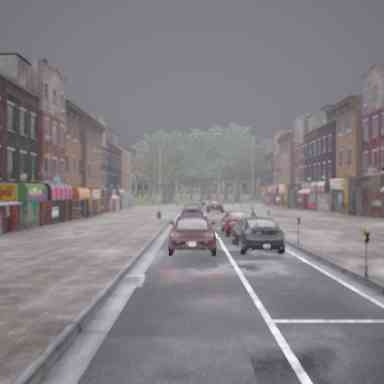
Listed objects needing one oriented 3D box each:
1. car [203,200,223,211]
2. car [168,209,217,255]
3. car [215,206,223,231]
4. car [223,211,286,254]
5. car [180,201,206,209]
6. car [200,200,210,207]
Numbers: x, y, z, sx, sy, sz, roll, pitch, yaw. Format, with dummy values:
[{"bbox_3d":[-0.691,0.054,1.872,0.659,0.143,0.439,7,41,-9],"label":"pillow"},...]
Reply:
[{"bbox_3d":[3.001,1.829,44.758,2.097,1.767,4.553,0,-1,0],"label":"car"},{"bbox_3d":[0.023,1.665,13.904,1.812,1.442,4.674,0,0,0],"label":"car"},{"bbox_3d":[2.632,1.740,19.307,1.887,1.381,4.507,-1,-1,0],"label":"car"},{"bbox_3d":[2.631,1.691,13.900,2.008,1.369,4.403,-1,-1,0],"label":"car"},{"bbox_3d":[0.025,1.800,28.508,1.837,1.490,4.892,0,0,0],"label":"car"},{"bbox_3d":[2.645,2.303,67.962,1.887,1.381,4.507,-1,-1,0],"label":"car"}]
